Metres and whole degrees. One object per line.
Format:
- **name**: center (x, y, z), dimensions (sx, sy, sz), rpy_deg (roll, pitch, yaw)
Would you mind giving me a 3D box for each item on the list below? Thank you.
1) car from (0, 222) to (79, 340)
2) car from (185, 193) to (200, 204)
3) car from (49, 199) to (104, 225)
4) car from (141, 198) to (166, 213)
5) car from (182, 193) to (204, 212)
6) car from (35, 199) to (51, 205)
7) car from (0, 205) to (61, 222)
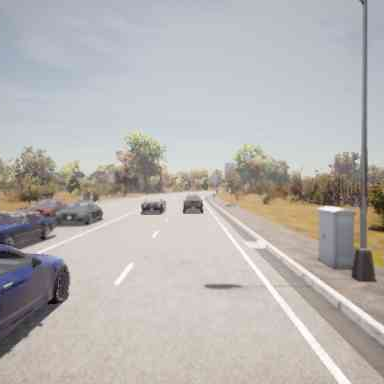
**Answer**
- **car**: center (-3.400, 1.453, 4.864), dimensions (1.812, 1.442, 4.674), rpy_deg (0, 1, 0)
- **car**: center (0.066, 0.874, 47.238), dimensions (1.994, 1.385, 4.181), rpy_deg (0, 1, 1)
- **car**: center (-7.029, 1.255, 21.067), dimensions (1.994, 1.385, 4.181), rpy_deg (0, 1, 0)
- **car**: center (-3.403, 1.157, 30.326), dimensions (1.895, 1.301, 4.718), rpy_deg (0, 1, 0)
- **car**: center (0.096, 1.050, 31.027), dimensions (1.837, 1.490, 4.892), rpy_deg (0, 1, 0)
- **car**: center (-10.504, 1.201, 24.739), dimensions (1.994, 1.385, 4.181), rpy_deg (0, 1, 0)
- **car**: center (-7.065, 1.412, 12.838), dimensions (1.895, 1.301, 4.718), rpy_deg (0, 1, 1)
